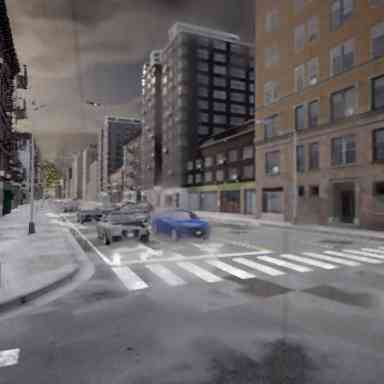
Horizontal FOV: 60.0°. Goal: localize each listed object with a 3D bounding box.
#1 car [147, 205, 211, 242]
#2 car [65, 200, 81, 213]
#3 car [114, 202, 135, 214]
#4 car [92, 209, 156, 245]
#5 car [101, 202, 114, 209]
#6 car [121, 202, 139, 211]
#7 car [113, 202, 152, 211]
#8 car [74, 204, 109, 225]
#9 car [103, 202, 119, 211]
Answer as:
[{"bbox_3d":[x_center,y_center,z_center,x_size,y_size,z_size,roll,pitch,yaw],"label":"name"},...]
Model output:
[{"bbox_3d":[-0.677,1.721,18.240,1.882,1.535,5.008,1,-1,-24],"label":"car"},{"bbox_3d":[-16.942,1.993,47.375,2.097,1.767,4.553,1,-1,-23],"label":"car"},{"bbox_3d":[-9.558,2.187,46.875,1.837,1.490,4.892,1,-1,-23],"label":"car"},{"bbox_3d":[-3.530,1.762,16.646,1.994,1.385,4.181,1,-1,-24],"label":"car"},{"bbox_3d":[-9.994,2.058,39.466,1.837,1.490,4.892,1,-1,-23],"label":"car"},{"bbox_3d":[-10.796,2.400,57.636,2.033,1.411,5.357,1,-1,-24],"label":"car"},{"bbox_3d":[-4.810,1.874,27.632,2.128,1.511,4.902,1,-1,-24],"label":"car"},{"bbox_3d":[-8.573,1.968,28.118,1.895,1.301,4.718,1,-1,-24],"label":"car"},{"bbox_3d":[-13.783,2.413,56.355,1.895,1.301,4.718,1,-1,-24],"label":"car"}]
